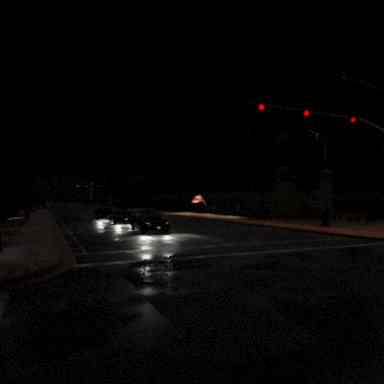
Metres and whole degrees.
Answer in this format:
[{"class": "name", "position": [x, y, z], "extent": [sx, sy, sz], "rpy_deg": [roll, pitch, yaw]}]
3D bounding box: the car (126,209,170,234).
[{"class": "car", "position": [-3.107, 2.098, 23.833], "extent": [1.812, 1.442, 4.674], "rpy_deg": [1, -1, -24]}]

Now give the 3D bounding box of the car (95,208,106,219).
[{"class": "car", "position": [-10.797, 2.593, 41.273], "extent": [1.895, 1.301, 4.718], "rpy_deg": [1, -1, -23]}]

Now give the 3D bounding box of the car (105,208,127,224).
[{"class": "car", "position": [-6.745, 2.334, 32.055], "extent": [1.994, 1.385, 4.181], "rpy_deg": [1, -1, -23]}]
